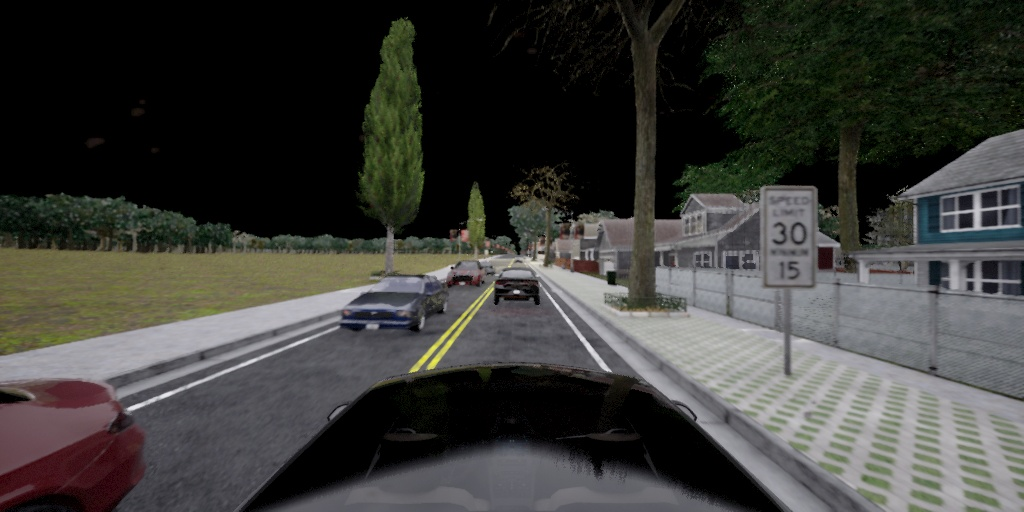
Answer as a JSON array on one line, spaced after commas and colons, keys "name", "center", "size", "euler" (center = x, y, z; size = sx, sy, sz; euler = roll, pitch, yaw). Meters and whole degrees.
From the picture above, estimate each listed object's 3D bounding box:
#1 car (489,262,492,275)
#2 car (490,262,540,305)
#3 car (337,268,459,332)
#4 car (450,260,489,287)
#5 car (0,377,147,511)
[{"name": "car", "center": [-2.677, 1.320, 35.908], "size": [1.994, 1.385, 4.181], "euler": [1, 0, 1]}, {"name": "car", "center": [0.229, 1.240, 16.360], "size": [1.882, 1.535, 5.008], "euler": [1, 0, 1]}, {"name": "car", "center": [-3.216, 1.272, 11.067], "size": [2.033, 1.411, 5.357], "euler": [1, 0, 1]}, {"name": "car", "center": [-2.969, 1.083, 24.022], "size": [2.097, 1.767, 4.553], "euler": [1, 0, 1]}, {"name": "car", "center": [-3.401, 1.243, 0.497], "size": [1.812, 1.442, 4.674], "euler": [1, 0, 1]}]
